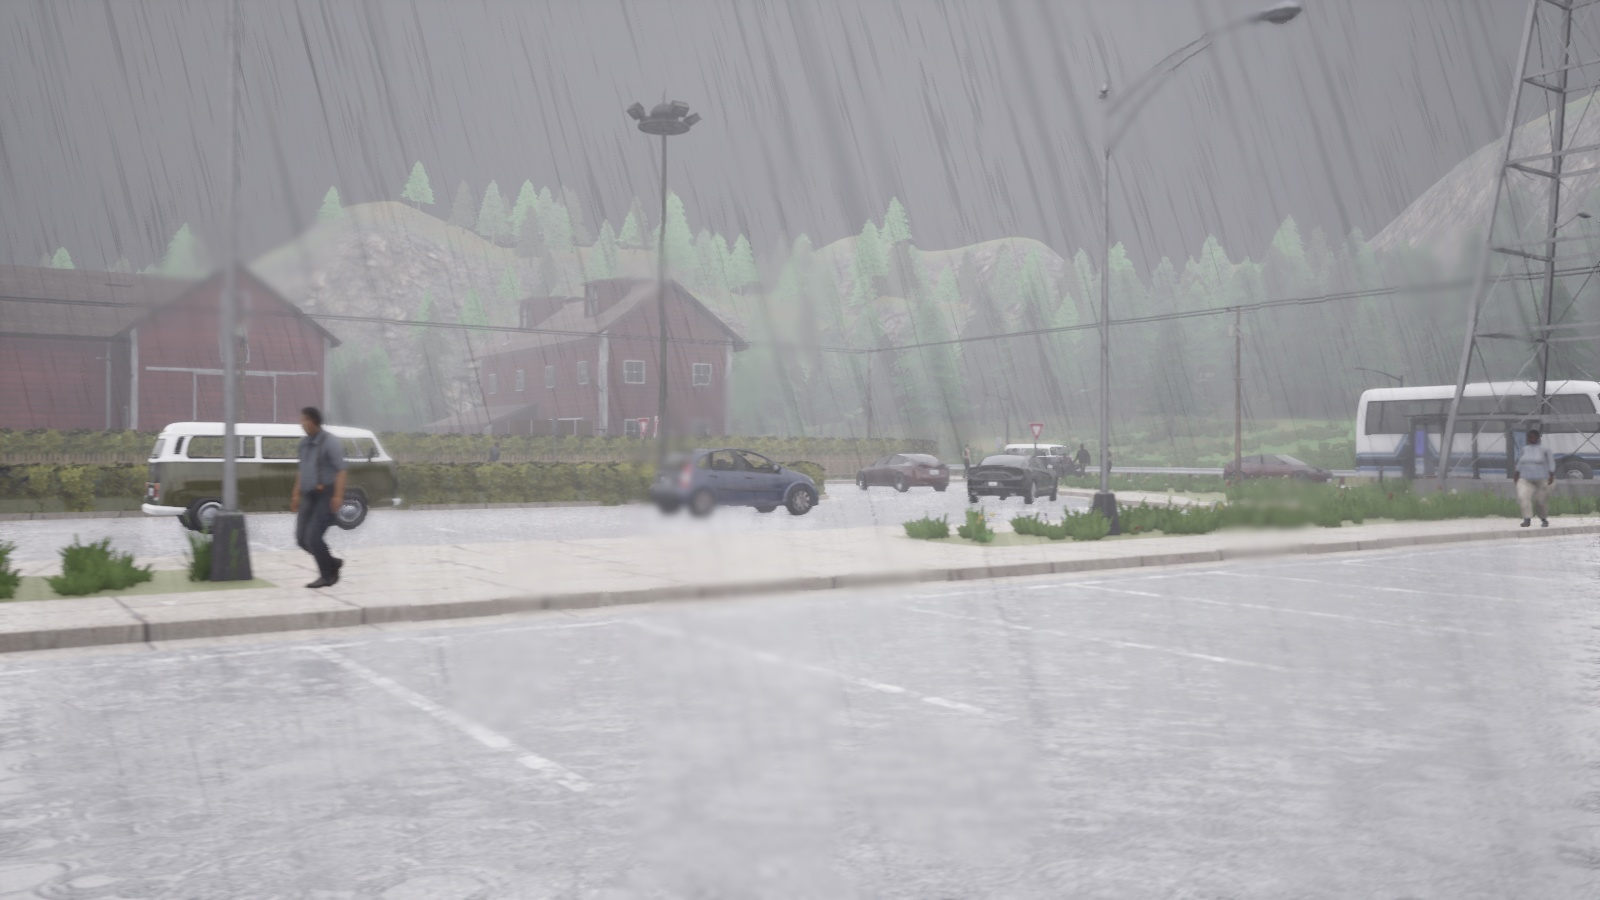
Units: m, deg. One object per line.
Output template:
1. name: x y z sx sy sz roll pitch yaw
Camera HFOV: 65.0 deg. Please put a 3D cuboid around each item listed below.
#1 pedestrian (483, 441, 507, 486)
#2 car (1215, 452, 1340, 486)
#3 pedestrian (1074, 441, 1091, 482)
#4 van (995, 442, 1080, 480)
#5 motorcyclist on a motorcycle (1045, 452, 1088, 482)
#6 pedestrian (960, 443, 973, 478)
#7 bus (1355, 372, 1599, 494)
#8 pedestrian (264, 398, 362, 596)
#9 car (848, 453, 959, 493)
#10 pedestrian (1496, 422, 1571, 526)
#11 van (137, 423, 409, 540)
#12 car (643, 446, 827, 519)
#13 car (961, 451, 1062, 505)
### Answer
1. pedestrian: -12.645 0.555 52.098 0.849 1.883 0.563 0 0 -33
2. car: 21.547 0.838 56.764 2.163 1.488 4.792 0 0 -44
3. pedestrian: 12.587 0.511 55.986 0.703 1.840 0.431 0 0 -45
4. van: 13.104 0.614 69.483 2.069 2.038 4.480 0 -1 -34
5. motorcyclist on a motorcycle: 13.698 0.856 64.581 2.044 1.523 0.797 0 0 -12
6. pedestrian: 8.732 0.543 65.900 0.594 1.836 0.345 0 0 -26
7. bus: 27.278 -0.571 48.331 3.944 4.253 10.273 0 0 -34
8. pedestrian: -4.709 0.440 12.153 0.540 1.848 0.694 0 0 34
9. car: 3.980 0.857 49.186 2.163 1.488 4.792 0 0 -26
10. pedestrian: 13.377 0.428 22.891 0.900 1.855 0.874 0 0 -34
11. van: -10.041 0.549 24.028 4.480 2.038 2.069 0 0 -34
12. car: -1.515 0.720 29.866 3.988 1.617 1.851 0 0 -34
13. car: 6.576 0.803 38.591 1.882 1.535 5.008 0 0 24
